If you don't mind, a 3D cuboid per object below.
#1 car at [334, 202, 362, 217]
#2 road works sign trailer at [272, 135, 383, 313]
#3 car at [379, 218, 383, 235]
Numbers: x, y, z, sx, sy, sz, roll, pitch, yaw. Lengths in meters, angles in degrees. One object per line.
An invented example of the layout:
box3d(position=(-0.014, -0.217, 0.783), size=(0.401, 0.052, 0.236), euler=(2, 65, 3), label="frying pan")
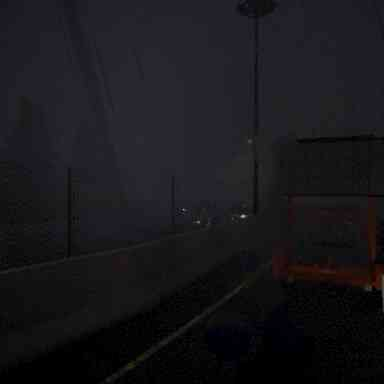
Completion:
box3d(position=(15.430, 1.691, 33.013), size=(1.812, 1.442, 4.674), euler=(0, 0, 12), label="car")
box3d(position=(3.304, 0.501, 7.986), size=(2.380, 3.560, 2.880), euler=(0, 0, 24), label="road works sign trailer")
box3d(position=(10.740, 1.645, 16.552), size=(2.033, 1.411, 5.357), euler=(0, 0, 21), label="car")
